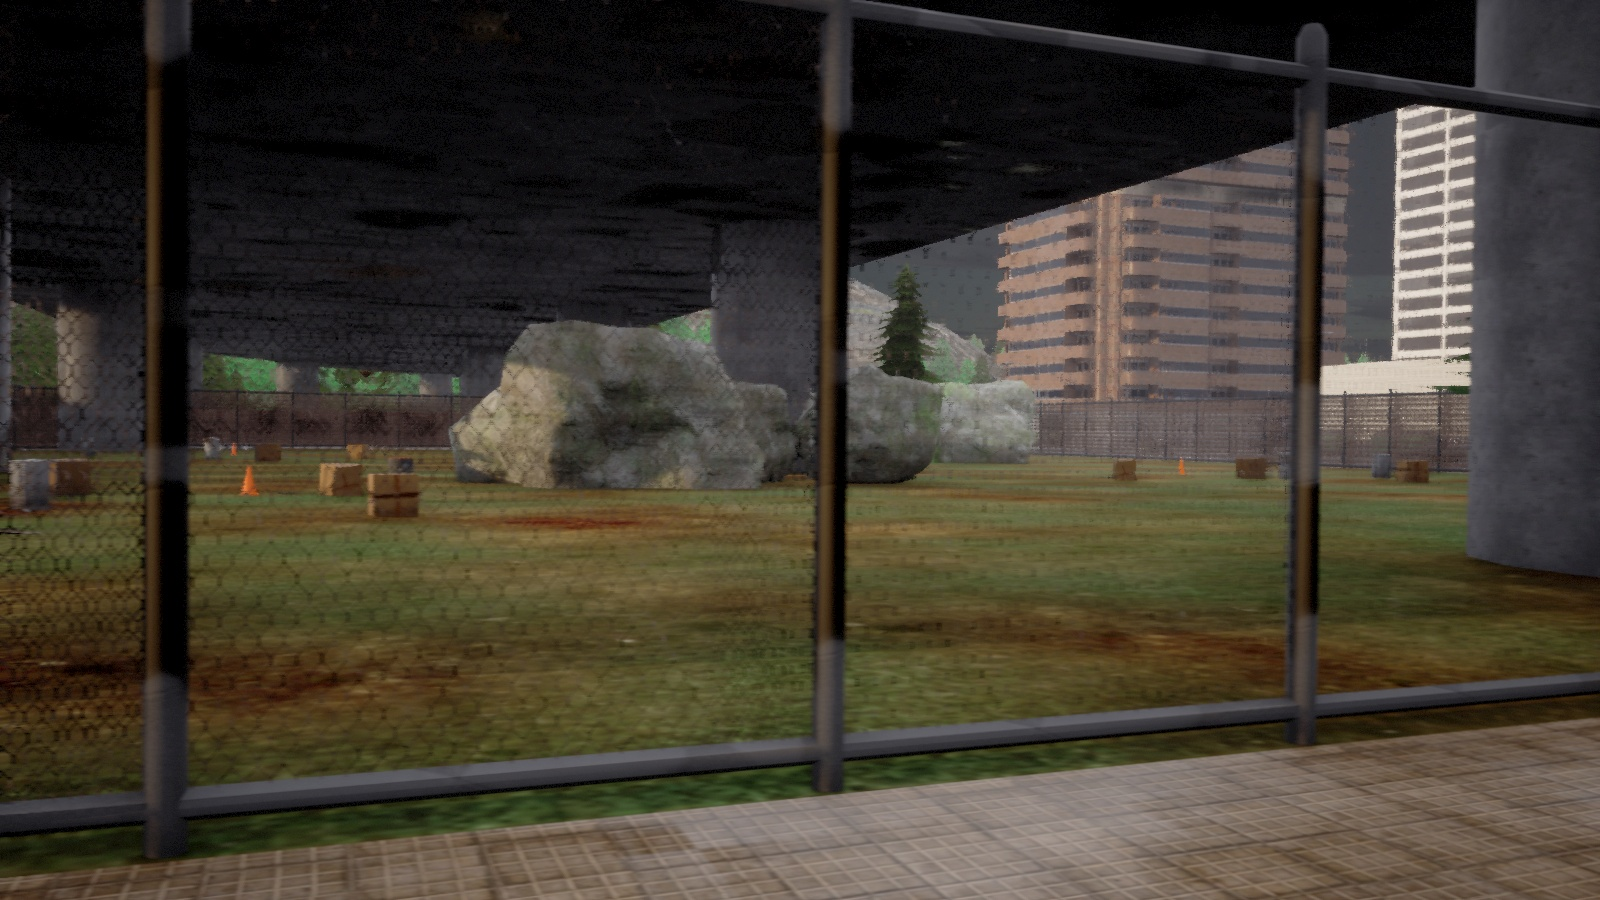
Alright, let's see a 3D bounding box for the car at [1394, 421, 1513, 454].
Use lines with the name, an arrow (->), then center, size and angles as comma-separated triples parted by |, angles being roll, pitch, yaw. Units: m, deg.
car -> 31.331, -0.622, 60.363 | 2.128, 1.511, 4.902 | -1, 1, -21
